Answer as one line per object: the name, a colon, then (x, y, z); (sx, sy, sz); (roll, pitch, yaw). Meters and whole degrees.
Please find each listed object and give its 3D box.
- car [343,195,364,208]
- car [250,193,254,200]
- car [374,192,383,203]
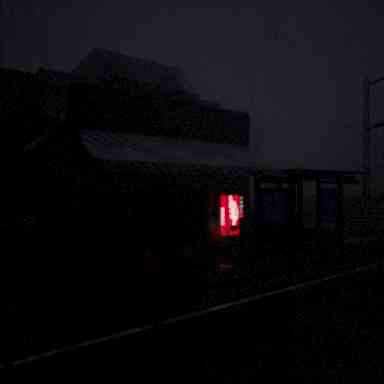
car: (19.529, 1.165, 41.236); (3.806, 1.475, 1.970); (0, 0, -36)
car: (16.449, 1.109, 89.141); (4.514, 1.523, 2.007); (0, 0, -36)
car: (31.474, 0.919, 53.848); (4.605, 1.855, 1.932); (0, 0, -36)
